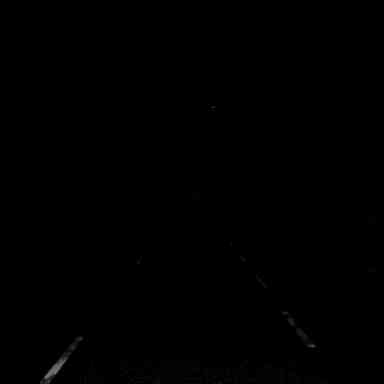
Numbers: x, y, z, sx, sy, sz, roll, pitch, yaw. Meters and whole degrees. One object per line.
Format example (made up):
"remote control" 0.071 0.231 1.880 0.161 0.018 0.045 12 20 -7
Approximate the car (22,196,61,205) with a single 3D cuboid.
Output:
"car" -17.579 1.472 39.855 2.150 2.045 5.566 0 0 0

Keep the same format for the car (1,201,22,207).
"car" -21.071 1.825 41.090 1.994 1.385 4.181 0 -1 0
